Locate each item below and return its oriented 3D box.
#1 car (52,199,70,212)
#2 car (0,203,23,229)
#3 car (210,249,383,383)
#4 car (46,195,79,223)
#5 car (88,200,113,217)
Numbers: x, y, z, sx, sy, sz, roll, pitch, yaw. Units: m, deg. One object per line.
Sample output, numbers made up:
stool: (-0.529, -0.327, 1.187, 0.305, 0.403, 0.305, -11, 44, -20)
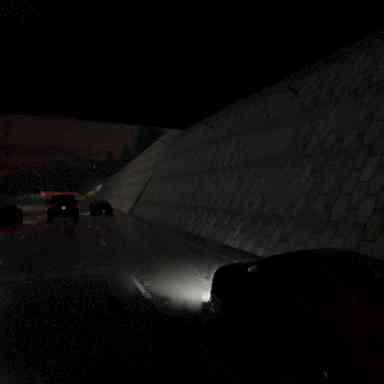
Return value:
car: (-15.598, 1.600, 39.745, 1.895, 1.301, 4.718, 0, 0, -22)
car: (-12.094, 1.477, 21.355, 1.882, 1.535, 5.008, 0, 0, -22)
car: (1.870, 1.563, 5.035, 1.994, 1.385, 4.181, 0, 0, -21)
car: (-10.223, 1.223, 26.208, 2.150, 2.045, 5.566, 0, 0, -23)
car: (-8.756, 1.525, 31.965, 1.812, 1.442, 4.674, 0, 0, -21)
